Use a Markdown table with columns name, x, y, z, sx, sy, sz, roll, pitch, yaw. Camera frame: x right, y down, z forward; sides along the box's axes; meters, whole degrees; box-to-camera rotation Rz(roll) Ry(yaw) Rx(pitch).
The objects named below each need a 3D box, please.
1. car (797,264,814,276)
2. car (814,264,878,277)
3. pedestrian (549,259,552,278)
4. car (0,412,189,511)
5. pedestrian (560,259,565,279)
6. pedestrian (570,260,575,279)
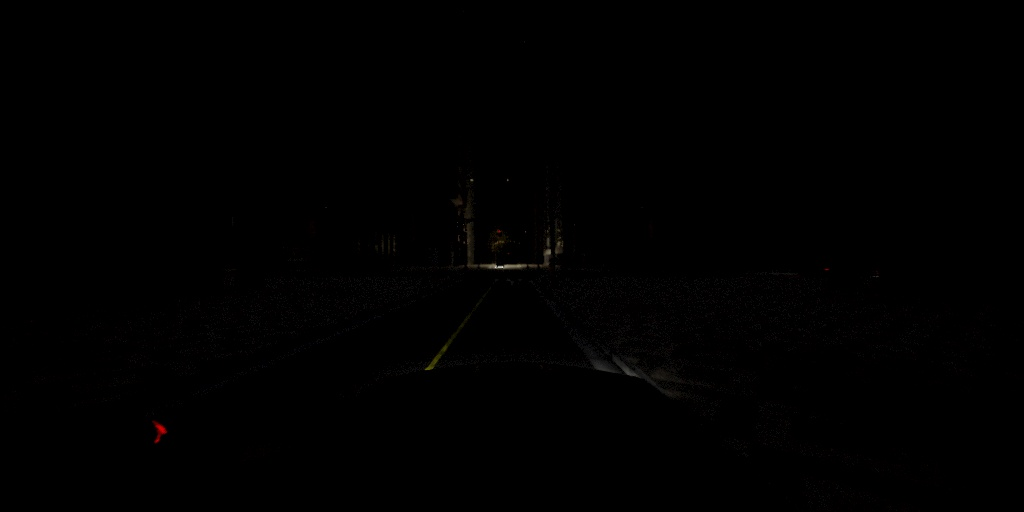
| name | x | y | z | sx | sy | sz | roll | pitch | yaw |
| --- | --- | --- | --- | --- | --- | --- | --- | --- | --- |
| car | 37.184 | 1.668 | 43.155 | 4.902 | 1.511 | 2.128 | 0 | 0 | 0 |
| car | 37.163 | 1.660 | 39.904 | 4.892 | 1.490 | 1.837 | 0 | 0 | 0 |
| pedestrian | 3.645 | 1.187 | 33.914 | 0.375 | 1.860 | 0.375 | 0 | 0 | 0 |
| car | -3.102 | 1.303 | 0.565 | 1.994 | 1.385 | 4.181 | 0 | -1 | 0 |
| pedestrian | 4.644 | 1.180 | 32.714 | 0.375 | 1.860 | 0.375 | 0 | 0 | 0 |
| pedestrian | 5.644 | 1.196 | 33.314 | 0.375 | 1.860 | 0.375 | 0 | 0 | 0 |
